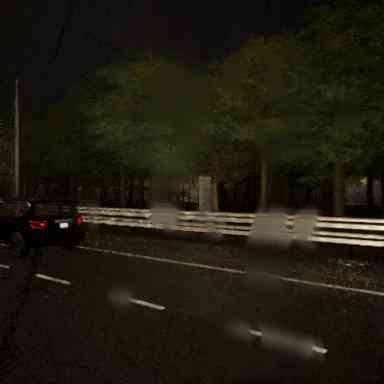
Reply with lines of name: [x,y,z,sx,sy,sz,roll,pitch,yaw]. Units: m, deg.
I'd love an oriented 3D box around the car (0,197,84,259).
car: [-6.516,1.223,12.819,5.566,2.045,2.150,0,0,36]
